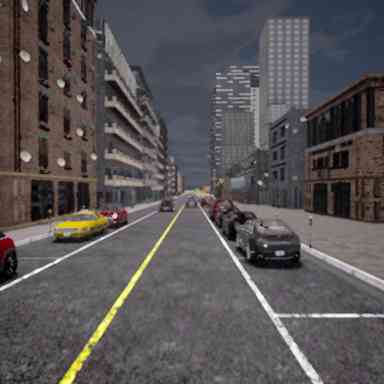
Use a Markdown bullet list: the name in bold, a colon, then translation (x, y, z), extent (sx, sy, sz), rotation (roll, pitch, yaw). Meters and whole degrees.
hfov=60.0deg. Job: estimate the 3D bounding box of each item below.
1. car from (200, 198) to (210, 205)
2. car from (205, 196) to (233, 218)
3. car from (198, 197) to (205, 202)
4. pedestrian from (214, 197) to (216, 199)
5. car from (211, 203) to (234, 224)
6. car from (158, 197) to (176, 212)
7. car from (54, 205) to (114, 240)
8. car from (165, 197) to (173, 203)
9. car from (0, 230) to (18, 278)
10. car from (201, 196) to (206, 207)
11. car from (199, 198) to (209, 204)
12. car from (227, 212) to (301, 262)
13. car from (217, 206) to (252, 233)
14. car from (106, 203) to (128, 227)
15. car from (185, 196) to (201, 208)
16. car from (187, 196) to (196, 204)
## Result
- **car**: translation (2.576, 1.906, 68.228), extent (1.752, 1.417, 4.829), rotation (-1, 0, 0)
- **car**: translation (2.601, 1.483, 29.000), extent (2.192, 1.841, 5.009), rotation (-1, 0, 0)
- **car**: translation (2.557, 2.075, 90.376), extent (1.802, 1.307, 4.206), rotation (-1, 0, 0)
- **pedestrian**: translation (2.943, 1.541, 43.168), extent (0.375, 1.860, 0.375), rotation (-1, 1, 0)
- **car**: translation (2.613, 1.703, 23.420), extent (1.947, 1.339, 4.313), rotation (-1, 0, 0)
- **car**: translation (-3.146, 1.748, 42.177), extent (1.837, 1.490, 4.892), rotation (0, -1, 0)
- **car**: translation (-5.727, 1.629, 17.609), extent (1.752, 1.417, 4.829), rotation (-1, 0, 0)
- **car**: translation (-5.816, 2.047, 84.740), extent (1.802, 1.307, 4.206), rotation (-1, 0, 0)
- **car**: translation (-5.715, 1.484, 7.356), extent (1.967, 1.590, 4.097), rotation (-1, 0, 0)
- **car**: translation (2.564, 1.636, 56.899), extent (2.192, 1.841, 5.009), rotation (-1, 0, 0)
- **car**: translation (2.583, 1.960, 73.636), extent (2.008, 1.369, 4.403), rotation (-1, 0, 0)
- **car**: translation (2.661, 1.633, 12.268), extent (2.008, 1.369, 4.403), rotation (-1, 0, 0)
- **car**: translation (2.620, 1.671, 17.840), extent (1.947, 1.339, 4.313), rotation (-1, 0, 0)
- **car**: translation (-5.736, 1.577, 23.359), extent (1.967, 1.590, 4.097), rotation (-1, 0, 0)
- **car**: translation (-0.070, 1.791, 52.870), extent (2.128, 1.511, 4.902), rotation (0, 0, 0)
- **car**: translation (-0.093, 1.683, 69.884), extent (1.882, 1.535, 5.008), rotation (0, 0, 0)
